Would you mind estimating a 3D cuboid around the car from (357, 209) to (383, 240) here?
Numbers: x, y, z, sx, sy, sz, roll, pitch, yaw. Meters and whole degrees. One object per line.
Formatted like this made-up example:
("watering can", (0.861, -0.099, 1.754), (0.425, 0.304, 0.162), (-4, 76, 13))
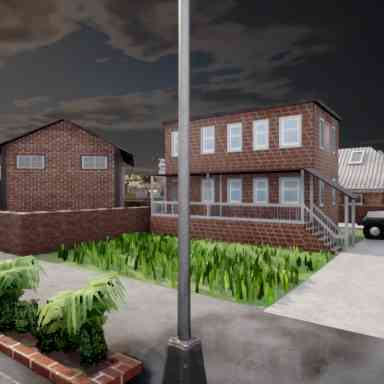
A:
("car", (8.506, 0.973, 12.581), (3.866, 1.878, 1.905), (0, 0, 36))
